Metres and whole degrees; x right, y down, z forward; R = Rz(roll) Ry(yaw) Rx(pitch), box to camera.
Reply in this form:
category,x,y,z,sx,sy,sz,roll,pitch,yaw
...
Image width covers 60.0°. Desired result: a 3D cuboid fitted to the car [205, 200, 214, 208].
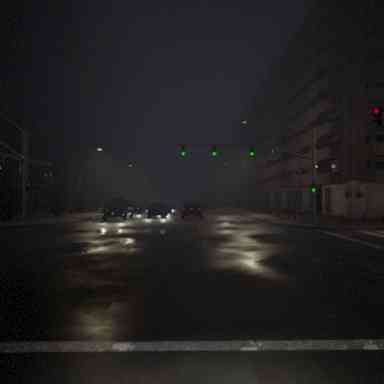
category,x,y,z,sx,sy,sz,roll,pitch,yaw
car,3.278,2.419,66.178,1.994,1.385,4.181,0,-1,0

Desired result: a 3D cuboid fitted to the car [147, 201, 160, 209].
category,x,y,z,sx,sy,sz,roll,pitch,yaw
car,-7.247,2.422,63.448,1.895,1.301,4.718,0,-1,0

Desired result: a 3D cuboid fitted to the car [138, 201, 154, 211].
category,x,y,z,sx,sy,sz,roll,pitch,yaw
car,-7.260,2.193,53.156,1.837,1.490,4.892,0,-1,0

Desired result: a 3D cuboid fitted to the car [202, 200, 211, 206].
category,x,y,z,sx,sy,sz,roll,pitch,yaw
car,3.243,2.574,76.121,1.895,1.301,4.718,0,-1,0

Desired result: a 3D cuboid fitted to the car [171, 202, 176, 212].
category,x,y,z,sx,sy,sz,roll,pitch,yaw
car,-3.739,2.085,45.872,2.128,1.511,4.902,0,-1,0

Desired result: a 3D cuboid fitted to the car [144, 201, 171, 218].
category,x,y,z,sx,sy,sz,roll,pitch,yaw
car,-3.708,1.949,36.385,1.882,1.535,5.008,0,-1,0

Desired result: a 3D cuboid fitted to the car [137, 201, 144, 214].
category,x,y,z,sx,sy,sz,roll,pitch,yaw
car,-7.233,2.033,42.846,1.882,1.535,5.008,0,-1,0

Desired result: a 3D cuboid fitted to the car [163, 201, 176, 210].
category,x,y,z,sx,sy,sz,roll,pitch,yaw
car,-3.764,2.287,55.886,1.994,1.385,4.181,0,-1,-1

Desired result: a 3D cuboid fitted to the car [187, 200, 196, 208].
category,x,y,z,sx,sy,sz,roll,pitch,yaw
car,-0.116,2.353,63.978,1.812,1.442,4.674,0,-1,0

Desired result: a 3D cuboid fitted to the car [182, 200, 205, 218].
category,x,y,z,sx,sy,sz,roll,pitch,yaw
car,-0.022,1.811,35.427,2.097,1.767,4.553,0,-1,0

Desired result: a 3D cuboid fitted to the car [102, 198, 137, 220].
category,x,y,z,sx,sy,sz,roll,pitch,yaw
car,-7.198,1.648,32.846,2.150,2.045,5.566,0,-1,0
